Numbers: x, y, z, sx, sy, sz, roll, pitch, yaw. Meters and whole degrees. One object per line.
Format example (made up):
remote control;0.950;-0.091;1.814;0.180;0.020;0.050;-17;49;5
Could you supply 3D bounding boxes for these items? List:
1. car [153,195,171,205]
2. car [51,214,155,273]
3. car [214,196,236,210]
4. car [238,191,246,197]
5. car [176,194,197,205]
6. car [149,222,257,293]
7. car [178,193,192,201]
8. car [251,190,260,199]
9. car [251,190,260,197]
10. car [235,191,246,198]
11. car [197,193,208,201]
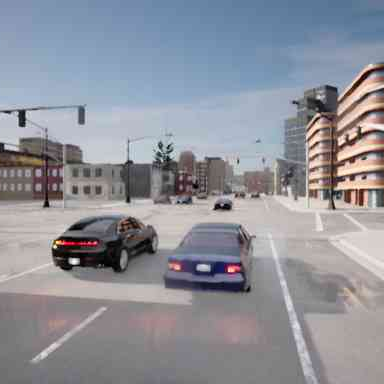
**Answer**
car;-4.602;1.220;52.046;1.837;1.490;4.892;0;1;11
car;-2.508;1.483;10.728;1.837;1.490;4.892;0;0;11
car;3.812;1.424;39.618;1.994;1.385;4.181;0;0;12
car;12.925;0.457;86.372;1.812;1.442;4.674;0;1;11
car;-1.143;1.205;51.501;2.128;1.511;4.902;0;1;11
car;0.709;1.529;8.984;2.033;1.411;5.357;0;0;11
car;-1.379;1.009;68.053;1.895;1.301;4.718;0;1;11
car;14.350;0.726;75.464;2.128;1.511;4.902;0;1;11
car;16.354;0.289;85.667;2.097;1.767;4.553;0;1;11
car;10.989;0.551;76.514;2.097;1.767;4.553;0;1;11
car;2.061;0.912;67.447;1.837;1.490;4.892;0;2;11
